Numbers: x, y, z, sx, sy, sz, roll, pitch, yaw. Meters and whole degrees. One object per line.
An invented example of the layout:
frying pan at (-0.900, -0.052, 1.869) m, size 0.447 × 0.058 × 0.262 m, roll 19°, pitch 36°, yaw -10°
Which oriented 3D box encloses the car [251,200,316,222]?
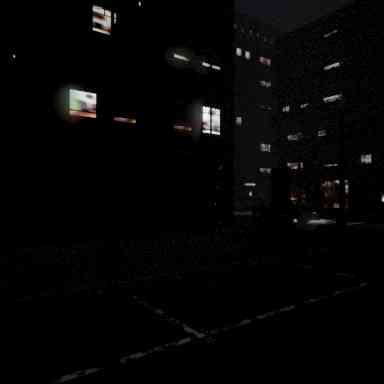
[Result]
car at (6.267, 1.342, 24.208) m, size 2.008 × 1.369 × 4.403 m, roll 1°, pitch 0°, yaw -36°

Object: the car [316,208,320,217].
car at (7.920, 1.347, 26.318) m, size 1.994 × 1.385 × 4.181 m, roll 0°, pitch 1°, yaw -36°

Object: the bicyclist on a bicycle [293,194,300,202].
bicyclist on a bicycle at (11.514, 1.011, 36.229) m, size 1.656 × 1.620 × 0.582 m, roll 0°, pitch 1°, yaw -36°
